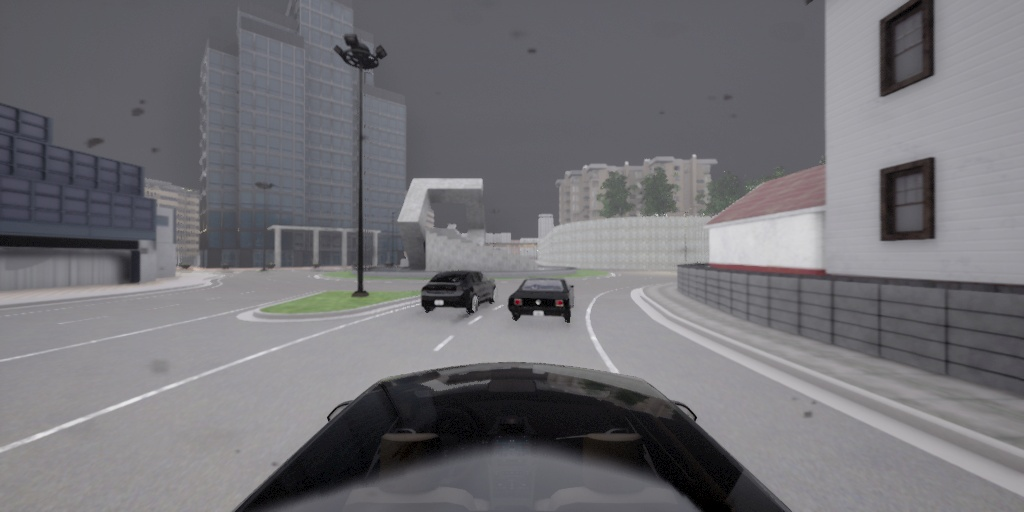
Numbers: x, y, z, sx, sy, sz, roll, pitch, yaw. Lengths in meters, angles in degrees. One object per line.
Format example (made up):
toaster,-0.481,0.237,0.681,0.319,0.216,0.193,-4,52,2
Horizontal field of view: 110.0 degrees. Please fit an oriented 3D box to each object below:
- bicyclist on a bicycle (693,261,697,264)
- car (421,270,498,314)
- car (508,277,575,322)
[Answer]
bicyclist on a bicycle,17.929,1.336,35.184,1.656,1.620,0.582,0,0,7
car,-1.913,1.305,14.241,1.837,1.490,4.892,0,0,12
car,1.232,1.395,12.624,1.895,1.301,4.718,0,0,12
